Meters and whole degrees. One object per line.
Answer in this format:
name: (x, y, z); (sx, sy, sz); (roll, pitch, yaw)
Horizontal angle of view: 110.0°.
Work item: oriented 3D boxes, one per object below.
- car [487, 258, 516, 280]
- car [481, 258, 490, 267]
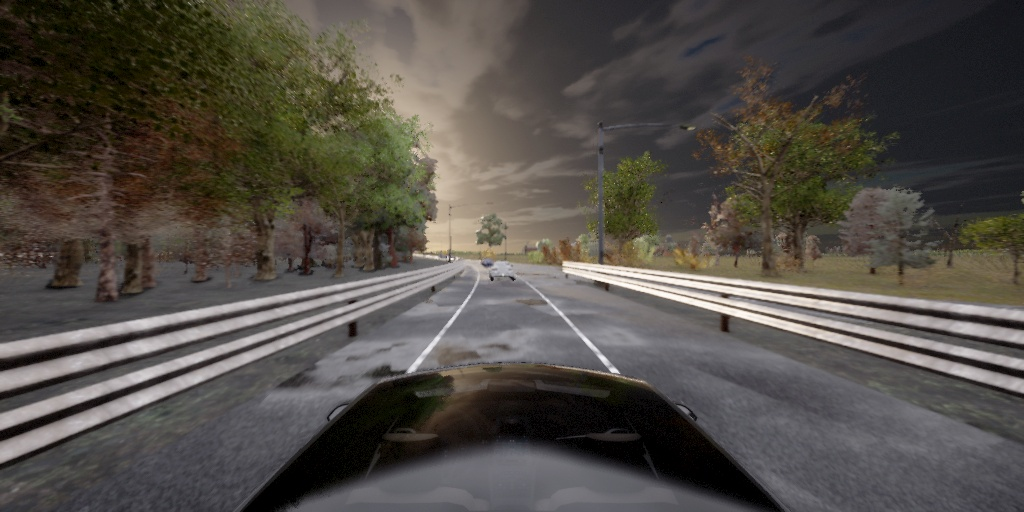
car: (-0.870, 1.155, 29.274); (1.812, 1.442, 4.674); (0, 0, -5)
car: (-4.089, 1.043, 58.723); (2.033, 1.411, 5.357); (0, 0, -10)
